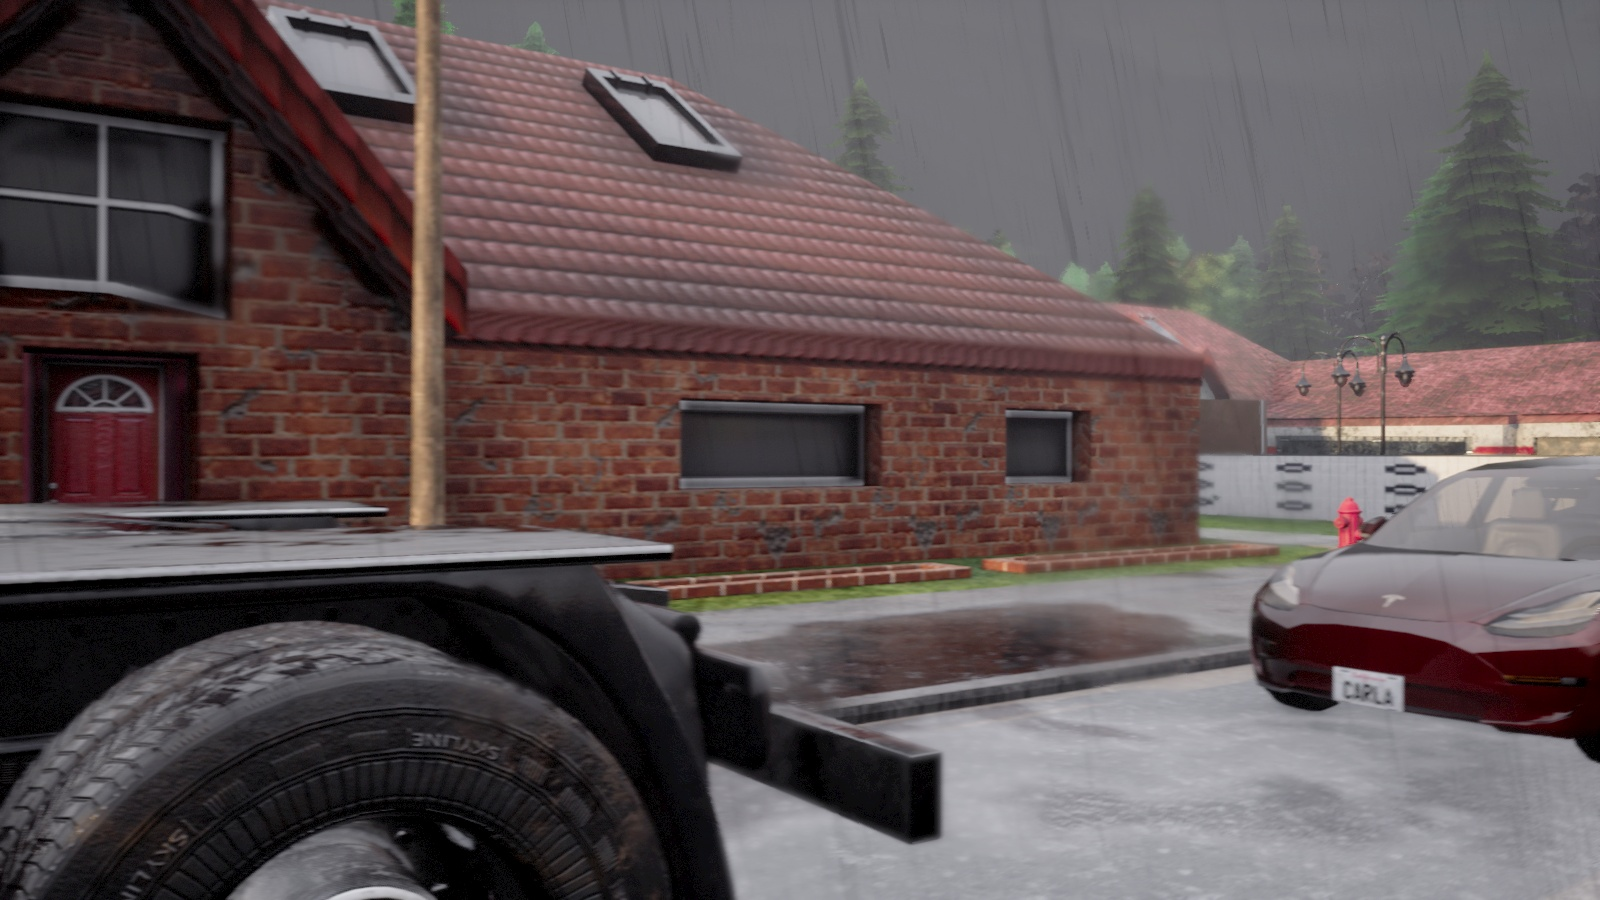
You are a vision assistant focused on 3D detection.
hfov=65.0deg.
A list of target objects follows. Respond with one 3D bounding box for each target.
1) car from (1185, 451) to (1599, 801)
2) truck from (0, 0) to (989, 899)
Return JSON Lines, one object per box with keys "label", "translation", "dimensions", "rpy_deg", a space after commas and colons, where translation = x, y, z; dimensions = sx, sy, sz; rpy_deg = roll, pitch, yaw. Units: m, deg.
{"label": "car", "translation": [4.759, 0.753, 7.583], "dimensions": [4.792, 1.488, 2.163], "rpy_deg": [0, 0, -35]}
{"label": "truck", "translation": [-3.705, -0.225, 1.678], "dimensions": [7.936, 3.462, 2.891], "rpy_deg": [0, 0, -34]}
